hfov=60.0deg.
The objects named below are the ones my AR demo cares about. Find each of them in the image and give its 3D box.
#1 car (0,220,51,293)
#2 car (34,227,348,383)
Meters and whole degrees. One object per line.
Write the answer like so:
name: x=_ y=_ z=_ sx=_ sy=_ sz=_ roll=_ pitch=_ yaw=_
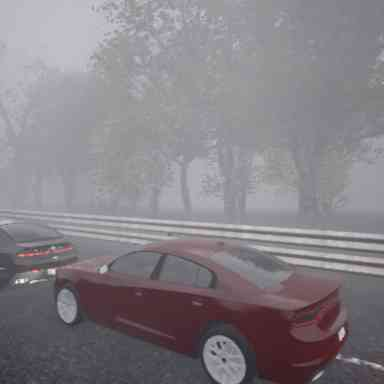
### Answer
car: x=-5.030 y=1.514 z=8.866 sx=4.892 sy=1.490 sz=1.837 roll=0 pitch=0 yaw=37
car: x=-0.254 y=1.488 z=5.359 sx=5.008 sy=1.535 sz=1.882 roll=0 pitch=0 yaw=36
